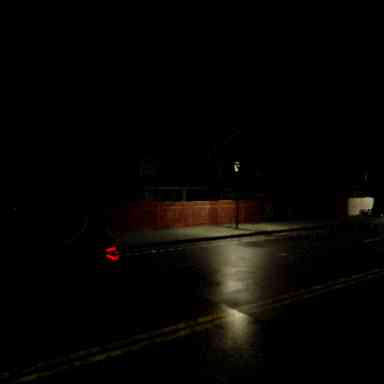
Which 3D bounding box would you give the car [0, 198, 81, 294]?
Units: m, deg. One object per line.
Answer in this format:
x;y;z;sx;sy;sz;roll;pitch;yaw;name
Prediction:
-5.681;1.222;7.619;5.566;2.045;2.150;0;0;-36;car

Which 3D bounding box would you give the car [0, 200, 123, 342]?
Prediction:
-3.811;1.222;4.961;5.566;2.045;2.150;0;0;-36;car
